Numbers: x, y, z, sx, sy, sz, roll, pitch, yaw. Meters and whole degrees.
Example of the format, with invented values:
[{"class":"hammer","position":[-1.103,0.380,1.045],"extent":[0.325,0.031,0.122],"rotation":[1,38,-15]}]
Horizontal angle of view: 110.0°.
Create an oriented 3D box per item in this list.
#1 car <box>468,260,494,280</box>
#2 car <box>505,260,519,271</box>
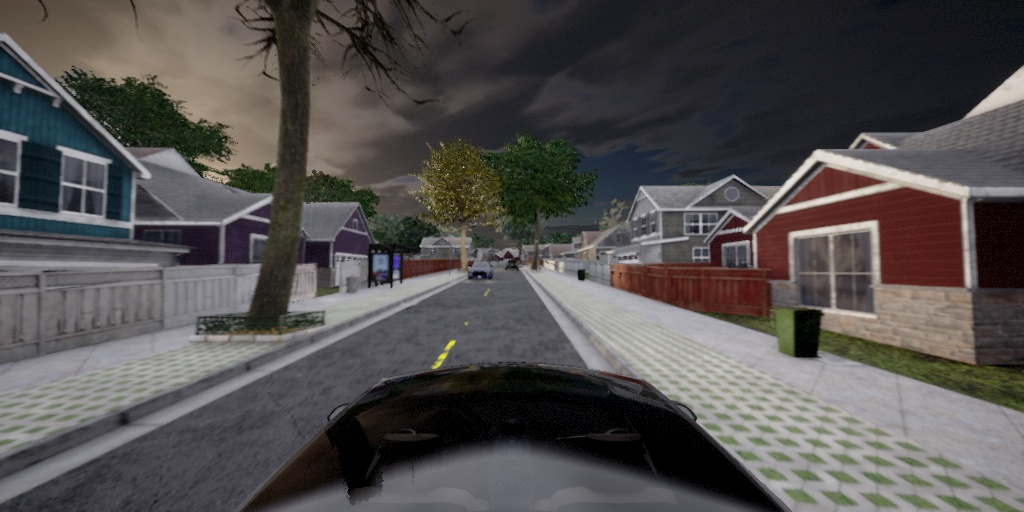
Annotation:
[{"class":"car","position":[-2.770,1.191,32.720],"extent":[2.097,1.767,4.553],"rotation":[0,0,0]},{"class":"car","position":[-0.032,1.340,55.758],"extent":[2.097,1.767,4.553],"rotation":[0,0,0]}]
